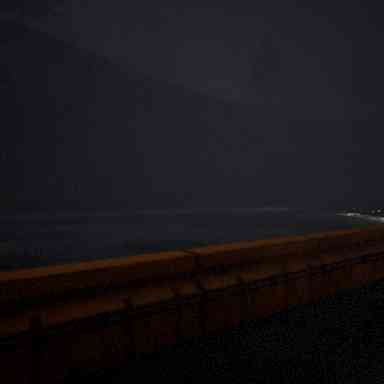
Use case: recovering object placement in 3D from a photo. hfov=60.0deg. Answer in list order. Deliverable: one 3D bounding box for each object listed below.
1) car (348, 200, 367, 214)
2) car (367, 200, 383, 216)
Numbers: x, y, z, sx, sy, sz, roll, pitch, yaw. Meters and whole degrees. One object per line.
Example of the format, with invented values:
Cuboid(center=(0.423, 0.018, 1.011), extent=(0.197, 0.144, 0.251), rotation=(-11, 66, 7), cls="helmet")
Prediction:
Cuboid(center=(17.810, 1.462, 33.516), extent=(4.181, 1.385, 1.994), rotation=(0, 0, -23), cls="car")
Cuboid(center=(18.561, 1.411, 30.047), extent=(4.892, 1.490, 1.837), rotation=(0, 0, -23), cls="car")
